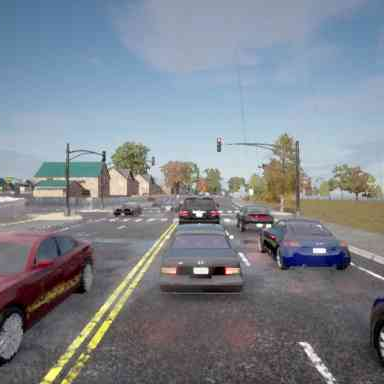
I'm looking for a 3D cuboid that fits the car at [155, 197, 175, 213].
[{"bbox_3d":[-2.364,1.539,36.962,2.128,1.511,4.902,0,0,3],"label":"car"}]

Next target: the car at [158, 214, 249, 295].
[{"bbox_3d":[0.206,1.553,8.859,2.033,1.411,5.357,0,0,1],"label":"car"}]

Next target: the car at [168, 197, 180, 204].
[{"bbox_3d":[-3.626,1.694,67.561,1.994,1.385,4.181,0,0,5],"label":"car"}]

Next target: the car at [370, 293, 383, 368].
[{"bbox_3d":[3.385,1.353,2.548,2.097,1.767,4.553,0,0,0],"label":"car"}]

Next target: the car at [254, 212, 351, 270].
[{"bbox_3d":[3.502,1.570,11.068,1.994,1.385,4.181,0,0,1],"label":"car"}]

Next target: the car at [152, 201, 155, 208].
[{"bbox_3d":[-4.845,1.630,51.289,2.033,1.411,5.357,0,0,4],"label":"car"}]

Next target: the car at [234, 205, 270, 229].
[{"bbox_3d":[3.693,1.520,19.961,1.837,1.490,4.892,0,0,3],"label":"car"}]

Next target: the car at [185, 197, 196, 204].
[{"bbox_3d":[-0.214,1.730,69.287,1.895,1.301,4.718,0,0,4],"label":"car"}]

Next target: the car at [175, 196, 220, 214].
[{"bbox_3d":[0.425,1.237,19.106,2.150,2.045,5.566,0,0,1],"label":"car"}]

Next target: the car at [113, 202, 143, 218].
[{"bbox_3d":[-5.882,1.638,30.940,1.895,1.301,4.718,0,0,2],"label":"car"}]

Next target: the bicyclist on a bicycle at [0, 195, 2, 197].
[{"bbox_3d":[-23.939,1.035,41.330,0.582,1.620,1.656,1,-1,16],"label":"bicyclist on a bicycle"}]

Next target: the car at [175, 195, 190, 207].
[{"bbox_3d":[-1.463,1.435,53.178,2.097,1.767,4.553,0,0,4],"label":"car"}]

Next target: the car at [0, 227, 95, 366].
[{"bbox_3d":[-3.284,1.481,6.017,1.882,1.535,5.008,0,0,1],"label":"car"}]
